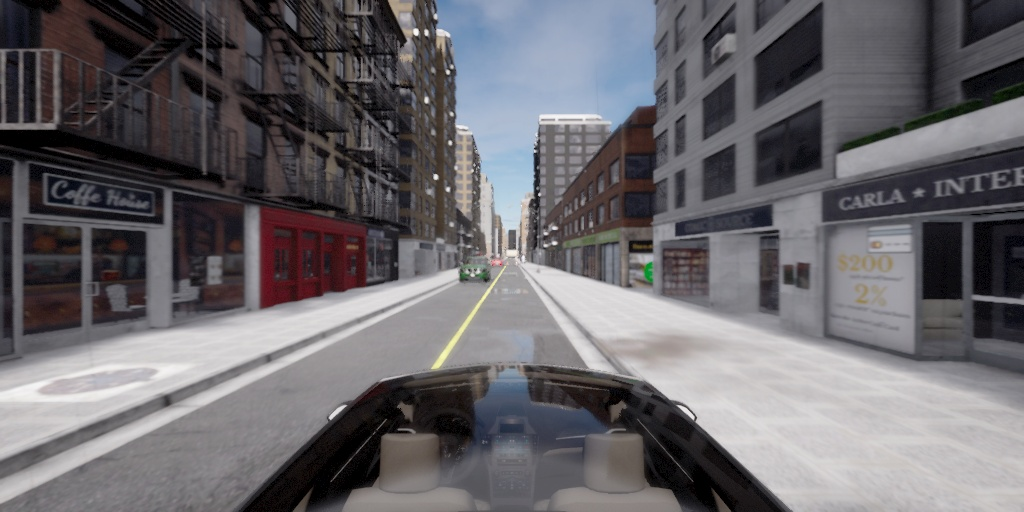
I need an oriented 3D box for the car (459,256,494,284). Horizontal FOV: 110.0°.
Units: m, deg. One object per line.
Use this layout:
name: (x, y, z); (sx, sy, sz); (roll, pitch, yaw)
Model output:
car: (-2.844, 1.046, 28.682); (2.150, 2.045, 5.566); (0, 0, 0)
